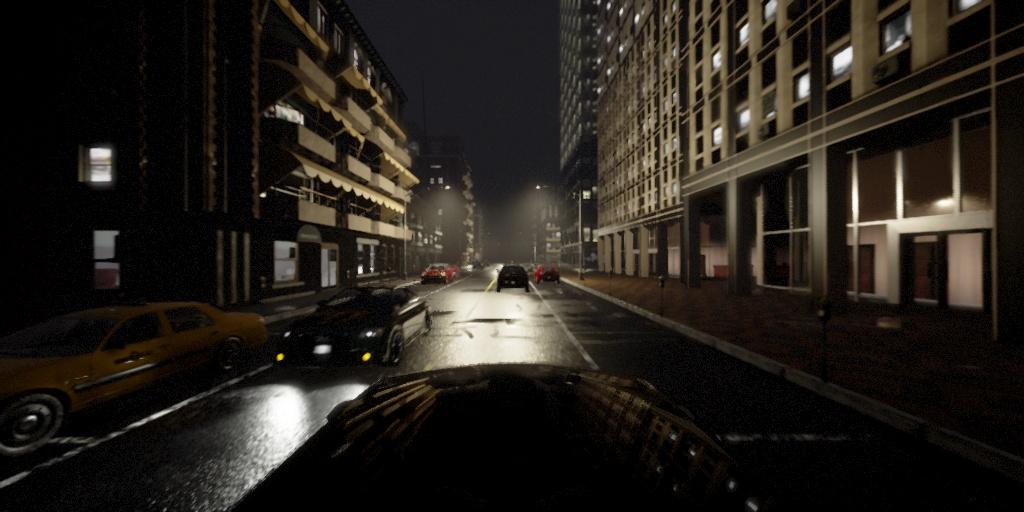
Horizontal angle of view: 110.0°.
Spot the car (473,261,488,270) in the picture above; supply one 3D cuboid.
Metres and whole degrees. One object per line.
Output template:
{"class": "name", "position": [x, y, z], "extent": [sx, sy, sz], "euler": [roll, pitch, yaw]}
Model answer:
{"class": "car", "position": [-5.801, 1.611, 61.704], "extent": [2.007, 1.370, 4.403], "euler": [0, 0, 0]}

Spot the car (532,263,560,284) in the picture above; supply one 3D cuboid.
{"class": "car", "position": [2.645, 1.410, 27.829], "extent": [1.888, 1.381, 4.507], "euler": [0, 0, 0]}

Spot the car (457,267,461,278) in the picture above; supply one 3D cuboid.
{"class": "car", "position": [-5.746, 1.499, 33.461], "extent": [1.802, 1.307, 4.207], "euler": [0, 0, 0]}

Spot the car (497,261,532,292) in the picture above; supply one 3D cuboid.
{"class": "car", "position": [0.052, 1.324, 22.469], "extent": [1.882, 1.535, 5.008], "euler": [0, 0, 0]}

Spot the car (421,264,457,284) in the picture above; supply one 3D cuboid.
{"class": "car", "position": [-5.735, 1.329, 27.813], "extent": [1.967, 1.591, 4.097], "euler": [0, 0, 0]}

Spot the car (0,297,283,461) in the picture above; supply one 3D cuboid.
{"class": "car", "position": [-5.692, 1.308, 5.050], "extent": [1.751, 1.417, 4.829], "euler": [0, 0, 0]}

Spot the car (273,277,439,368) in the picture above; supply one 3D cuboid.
{"class": "car", "position": [-3.105, 1.351, 7.868], "extent": [1.994, 1.385, 4.181], "euler": [0, 0, 0]}
